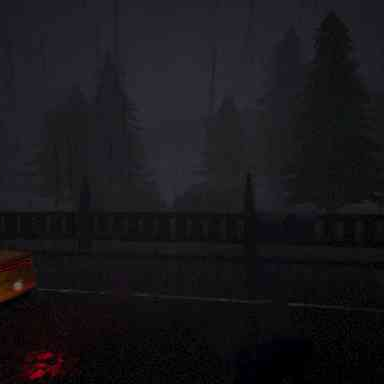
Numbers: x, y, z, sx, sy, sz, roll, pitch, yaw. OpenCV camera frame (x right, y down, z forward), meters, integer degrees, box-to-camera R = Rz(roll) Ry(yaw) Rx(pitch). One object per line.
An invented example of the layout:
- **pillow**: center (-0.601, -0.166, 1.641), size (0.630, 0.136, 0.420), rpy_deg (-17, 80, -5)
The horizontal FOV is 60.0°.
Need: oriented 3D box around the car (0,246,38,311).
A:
- **car**: center (-5.521, 1.526, 6.296), size (5.008, 1.535, 1.882), rpy_deg (0, 0, 9)
